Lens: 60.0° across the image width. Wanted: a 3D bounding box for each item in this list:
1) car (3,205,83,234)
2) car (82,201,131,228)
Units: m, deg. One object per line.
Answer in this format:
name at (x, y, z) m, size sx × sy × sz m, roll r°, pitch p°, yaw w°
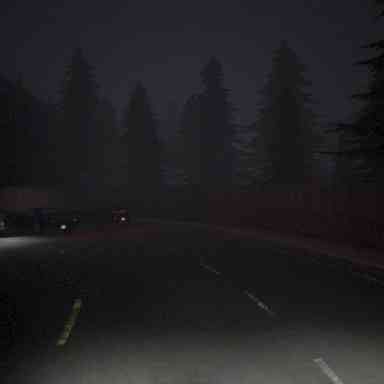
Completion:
car at (-8.316, 1.463, 18.113) m, size 4.718 × 1.301 × 1.895 m, roll 0°, pitch 0°, yaw 36°
car at (-5.945, 1.335, 20.648) m, size 4.902 × 1.511 × 2.128 m, roll 0°, pitch 0°, yaw 36°
